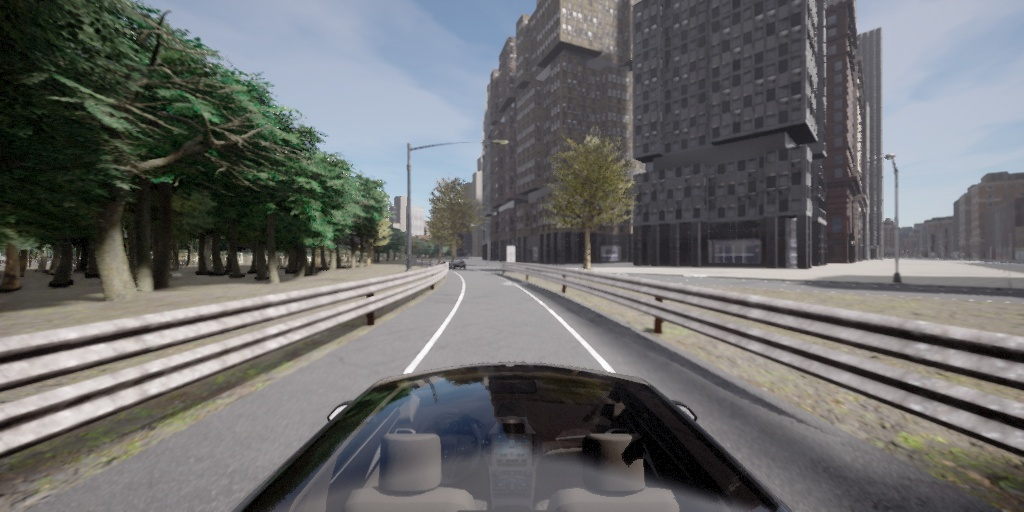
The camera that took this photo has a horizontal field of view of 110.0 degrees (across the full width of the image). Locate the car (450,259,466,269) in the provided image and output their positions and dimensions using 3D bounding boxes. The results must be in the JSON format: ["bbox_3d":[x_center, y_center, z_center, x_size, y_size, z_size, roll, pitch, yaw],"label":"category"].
[{"bbox_3d":[-8.154,1.220,53.783,1.837,1.490,4.892,0,0,-19],"label":"car"}]
